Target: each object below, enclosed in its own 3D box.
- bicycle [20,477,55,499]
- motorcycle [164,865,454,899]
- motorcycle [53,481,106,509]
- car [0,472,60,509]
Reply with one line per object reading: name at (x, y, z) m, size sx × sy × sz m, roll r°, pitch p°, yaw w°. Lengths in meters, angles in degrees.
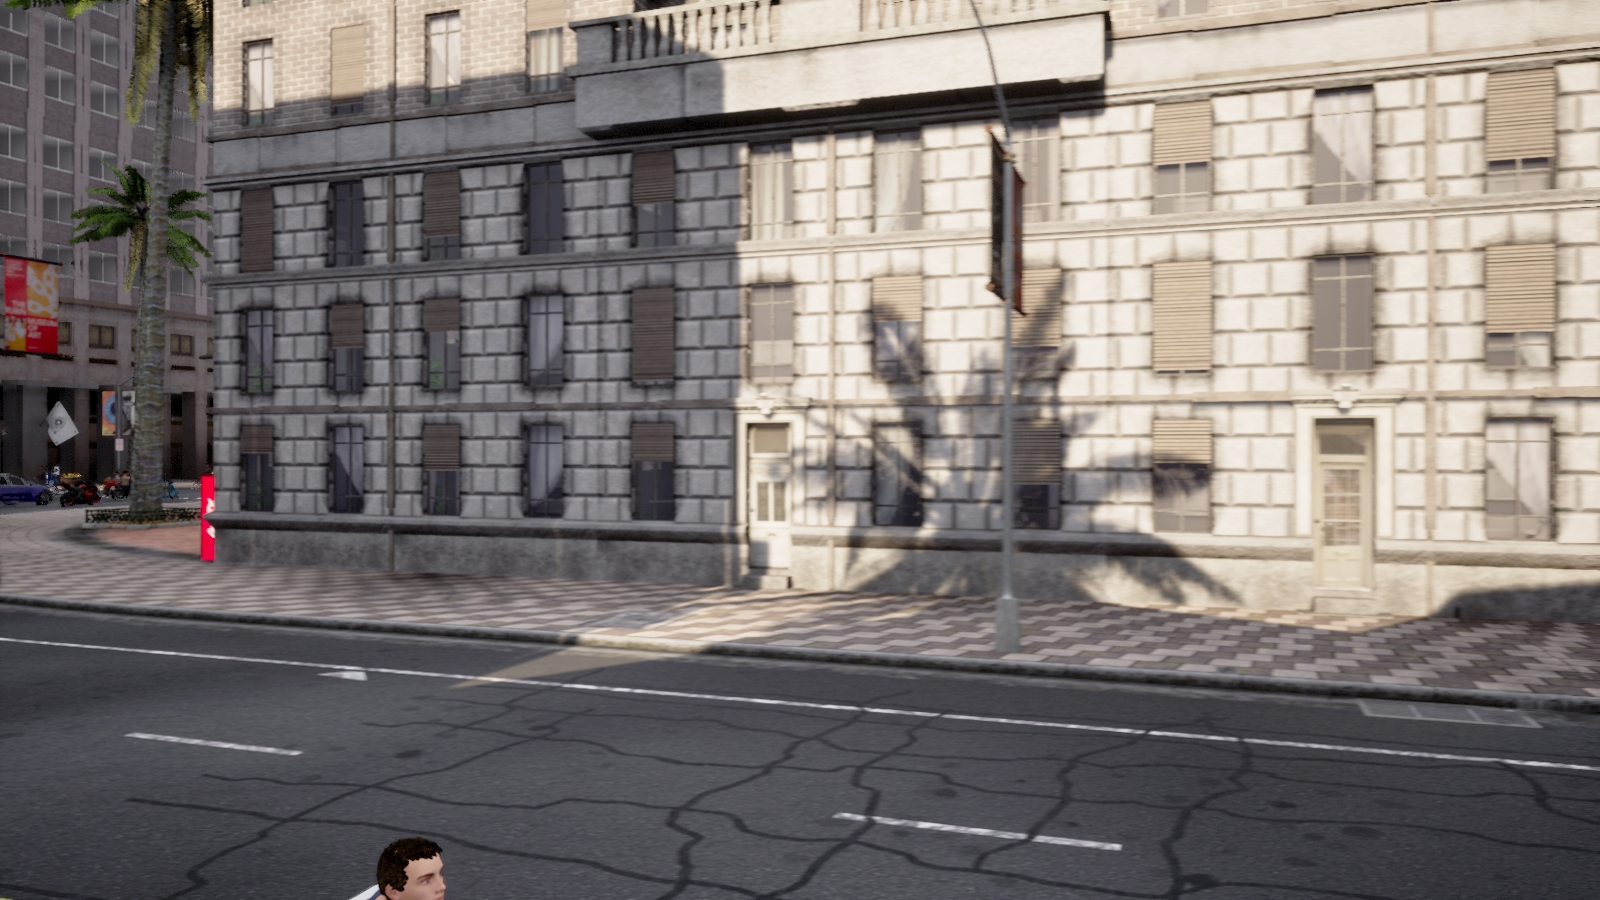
bicycle at (-43.284, 2.167, 64.845) m, size 0.329 × 1.171 × 1.835 m, roll 0°, pitch 0°, yaw 19°
motorcycle at (-1.369, 2.210, 3.771) m, size 2.033 × 1.145 × 0.803 m, roll 0°, pitch 0°, yaw 20°
motorcycle at (-35.007, 2.169, 55.579) m, size 0.867 × 1.251 × 2.209 m, roll 0°, pitch 0°, yaw 14°
car at (-38.633, 1.930, 55.158) m, size 2.242 × 1.667 × 4.611 m, roll 0°, pitch 0°, yaw 12°
